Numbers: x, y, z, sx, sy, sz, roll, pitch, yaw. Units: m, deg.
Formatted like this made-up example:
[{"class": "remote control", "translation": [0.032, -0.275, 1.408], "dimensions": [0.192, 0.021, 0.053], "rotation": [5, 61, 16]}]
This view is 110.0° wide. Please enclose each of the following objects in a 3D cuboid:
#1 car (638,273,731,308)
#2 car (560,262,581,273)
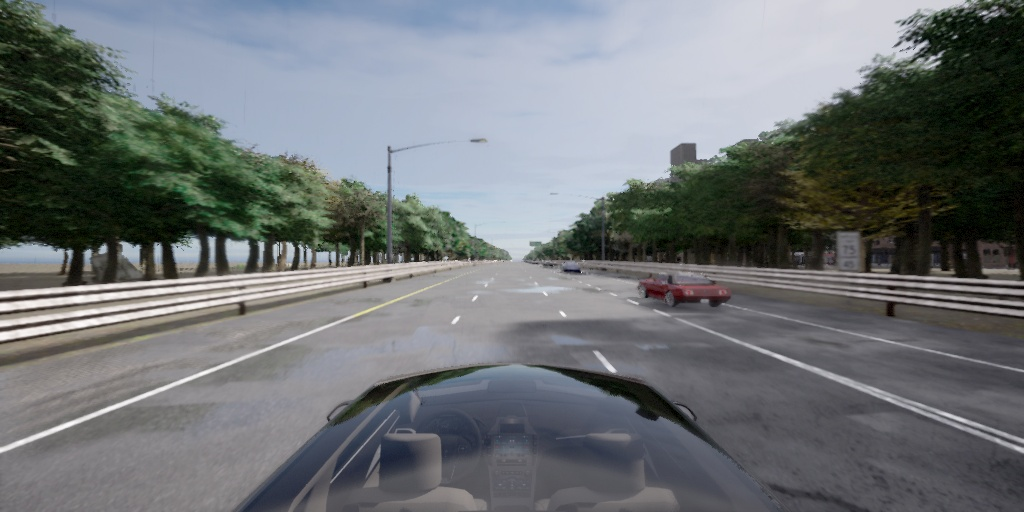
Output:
[{"class": "car", "translation": [6.995, 1.350, 15.211], "dimensions": [1.895, 1.301, 4.718], "rotation": [0, 0, 0]}, {"class": "car", "translation": [7.053, 1.356, 43.536], "dimensions": [1.994, 1.385, 4.181], "rotation": [0, 0, 0]}]
